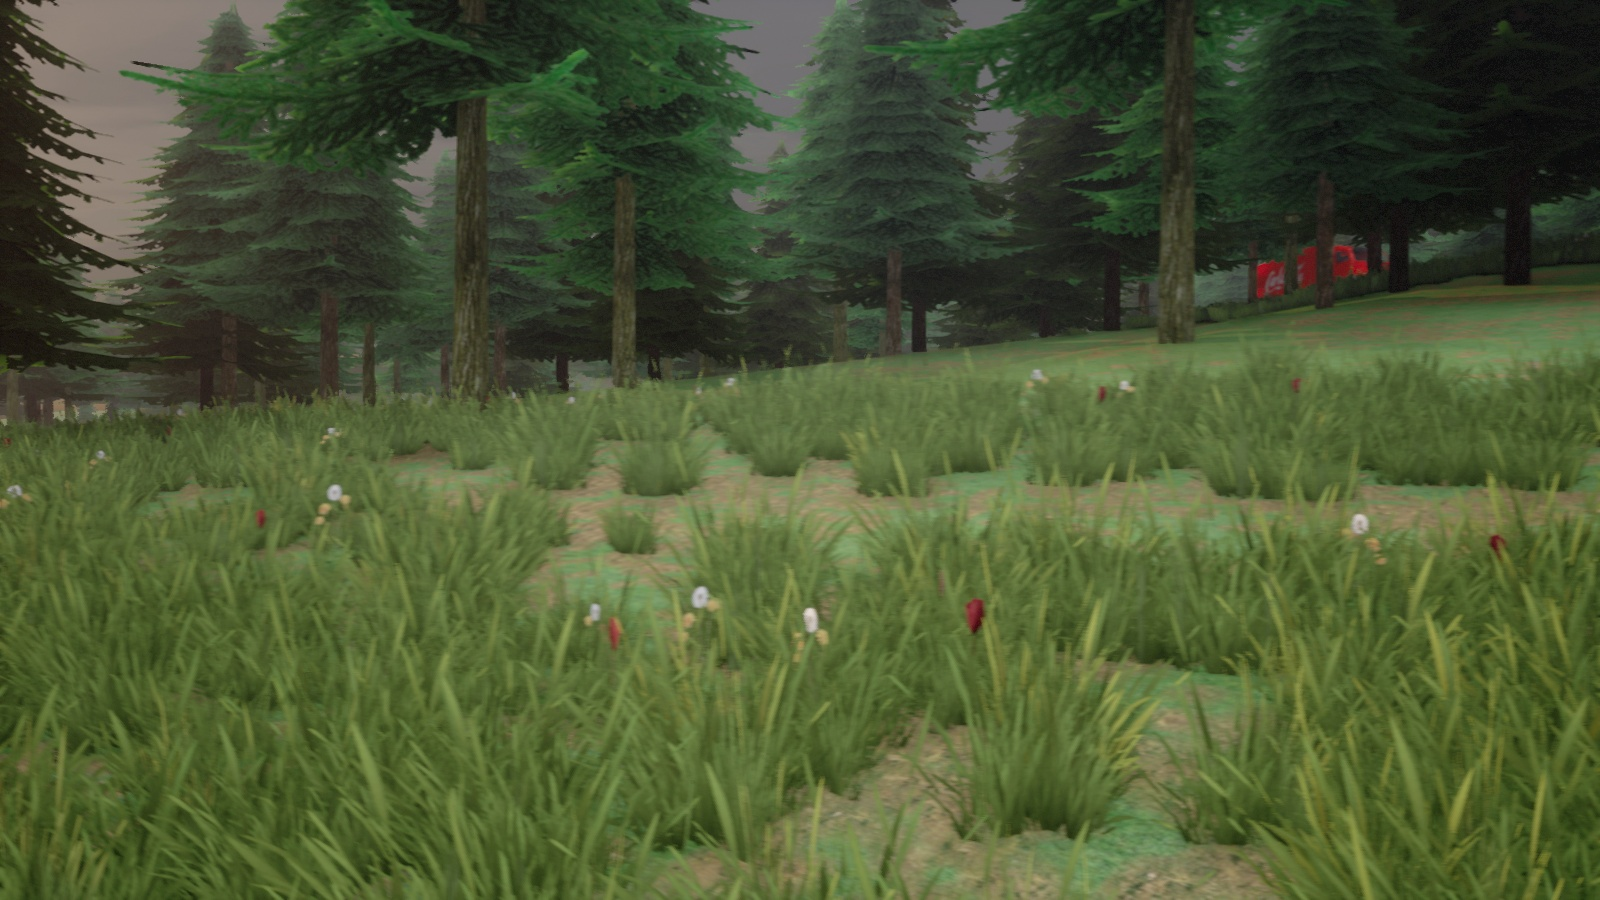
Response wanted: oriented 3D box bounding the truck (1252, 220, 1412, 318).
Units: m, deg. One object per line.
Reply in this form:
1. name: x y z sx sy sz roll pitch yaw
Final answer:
1. truck: 19.544 -6.583 46.444 2.627 2.467 5.204 -1 -4 -16
